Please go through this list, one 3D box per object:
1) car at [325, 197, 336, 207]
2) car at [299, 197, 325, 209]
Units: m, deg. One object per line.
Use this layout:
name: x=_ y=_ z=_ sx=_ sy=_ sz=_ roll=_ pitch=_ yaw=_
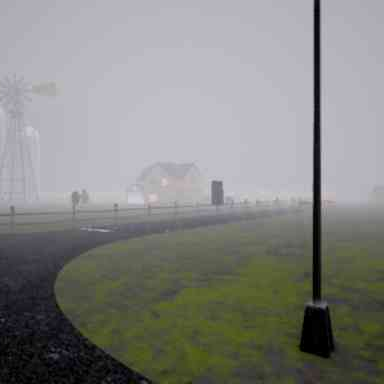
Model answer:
car: x=22.521 y=1.593 z=55.351 sx=1.882 sy=1.535 sz=5.008 roll=-1 pitch=-1 yaw=35
car: x=16.633 y=1.578 z=46.957 sx=2.128 sy=1.511 sz=4.902 roll=-1 pitch=-1 yaw=36
